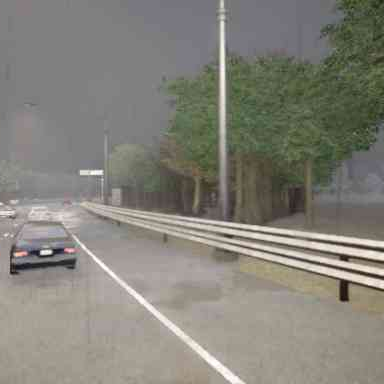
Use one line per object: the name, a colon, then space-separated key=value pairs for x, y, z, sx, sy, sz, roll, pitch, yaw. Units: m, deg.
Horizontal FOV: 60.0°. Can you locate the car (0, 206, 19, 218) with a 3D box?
car: x=-19.009 y=2.141 z=34.252 sx=1.895 sy=1.301 sz=4.718 roll=0 pitch=-1 yaw=-22

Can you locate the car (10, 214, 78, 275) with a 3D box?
car: x=-5.055 y=1.720 z=11.287 sx=2.033 sy=1.411 sz=5.357 roll=0 pitch=-1 yaw=-26

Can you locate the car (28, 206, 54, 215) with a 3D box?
car: x=-12.786 y=1.947 z=28.186 sx=1.812 sy=1.442 sz=4.674 roll=0 pitch=-1 yaw=-23

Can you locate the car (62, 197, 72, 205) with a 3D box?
car: x=-33.442 y=2.434 z=89.100 sx=2.150 sy=2.045 sz=5.566 roll=0 pitch=-1 yaw=-14
